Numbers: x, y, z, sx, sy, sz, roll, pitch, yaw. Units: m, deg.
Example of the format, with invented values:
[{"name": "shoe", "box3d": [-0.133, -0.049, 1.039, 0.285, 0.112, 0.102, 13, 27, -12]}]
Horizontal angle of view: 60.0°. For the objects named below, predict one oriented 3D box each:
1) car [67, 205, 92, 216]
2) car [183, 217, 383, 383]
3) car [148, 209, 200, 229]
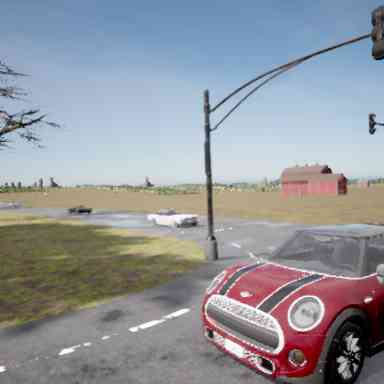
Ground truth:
[{"name": "car", "box3d": [-14.333, 2.271, 42.477, 1.895, 1.301, 4.718, -3, 1, -37]}, {"name": "car", "box3d": [2.369, 1.362, 5.454, 4.553, 1.767, 2.097, 0, 0, -35]}, {"name": "car", "box3d": [-1.436, 1.958, 25.230, 1.895, 1.301, 4.718, -3, 1, -37]}]
